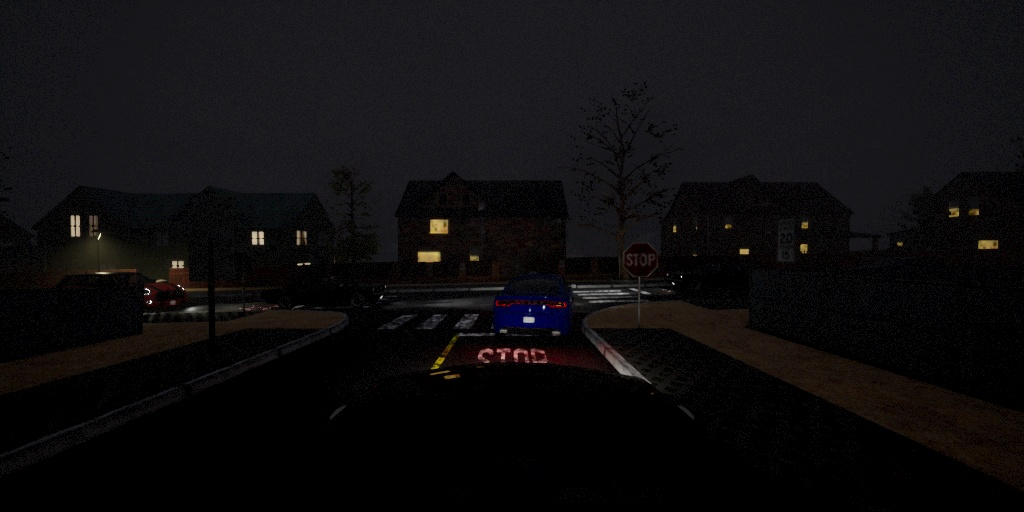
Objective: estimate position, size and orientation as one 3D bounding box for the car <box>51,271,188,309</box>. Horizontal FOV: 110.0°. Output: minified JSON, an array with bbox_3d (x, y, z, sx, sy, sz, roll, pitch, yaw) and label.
[{"bbox_3d":[-16.800,1.472,15.374,4.553,1.767,2.097,-1,1,0],"label":"car"}]

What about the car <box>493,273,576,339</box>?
[{"bbox_3d":[0.786,1.226,10.175,1.882,1.535,5.008,0,0,10],"label":"car"}]

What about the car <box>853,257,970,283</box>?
[{"bbox_3d":[20.055,0.753,18.347,5.357,1.411,2.033,-1,1,0],"label":"car"}]

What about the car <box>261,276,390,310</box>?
[{"bbox_3d":[-7.812,1.506,15.382,4.718,1.301,1.895,-1,1,0],"label":"car"}]

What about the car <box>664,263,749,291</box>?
[{"bbox_3d":[10.409,1.034,18.311,4.718,1.301,1.895,-1,1,-1],"label":"car"}]
